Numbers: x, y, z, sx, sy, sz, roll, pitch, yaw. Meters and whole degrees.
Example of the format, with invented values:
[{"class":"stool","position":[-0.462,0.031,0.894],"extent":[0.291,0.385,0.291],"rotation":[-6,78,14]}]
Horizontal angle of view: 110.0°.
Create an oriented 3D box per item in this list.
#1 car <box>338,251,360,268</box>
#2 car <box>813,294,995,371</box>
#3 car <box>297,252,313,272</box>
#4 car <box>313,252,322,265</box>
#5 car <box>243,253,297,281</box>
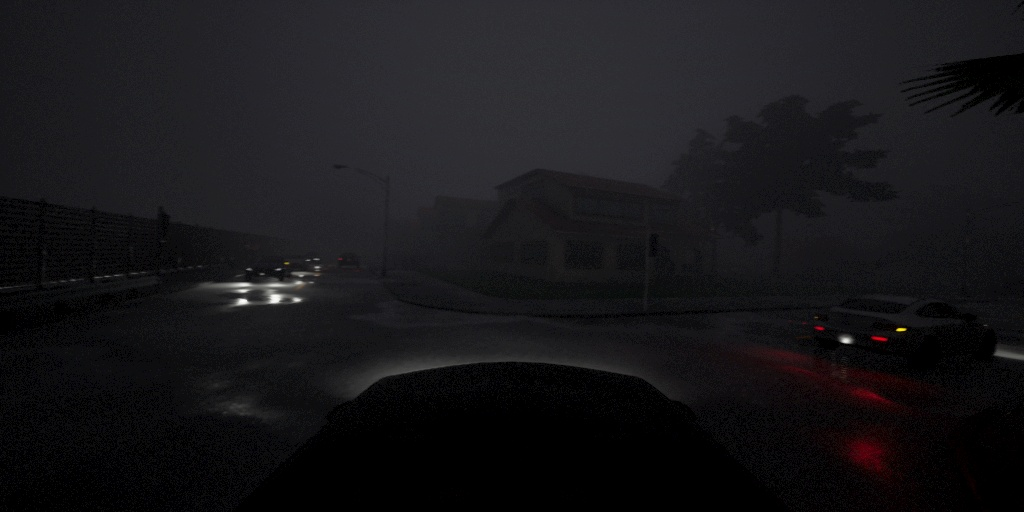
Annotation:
[{"class":"car","position":[-17.667,0.372,38.920],"extent":[2.097,1.767,4.553],"rotation":[2,0,-24]},{"class":"car","position":[9.270,1.639,8.527],"extent":[4.674,1.442,1.812],"rotation":[2,0,-22]},{"class":"car","position":[-18.667,0.512,30.850],"extent":[1.812,1.442,4.674],"rotation":[2,0,-24]},{"class":"car","position":[-24.438,0.253,43.914],"extent":[1.837,1.490,4.892],"rotation":[2,0,-24]},{"class":"car","position":[-14.653,0.678,21.801],"extent":[1.812,1.442,4.674],"rotation":[2,0,-24]}]
